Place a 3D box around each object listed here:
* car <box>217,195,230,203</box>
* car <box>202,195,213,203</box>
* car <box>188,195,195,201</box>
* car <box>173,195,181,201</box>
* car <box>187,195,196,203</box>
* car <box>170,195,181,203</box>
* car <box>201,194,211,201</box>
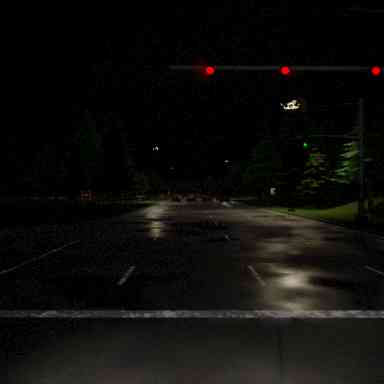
[{"bbox_3d":[6.919,1.545,70.783,1.994,1.385,4.181,0,0,0],"label":"car"},{"bbox_3d":[3.420,1.545,70.779,1.994,1.385,4.181,0,0,0],"label":"car"},{"bbox_3d":[-0.092,1.357,80.778,1.812,1.442,4.674,0,0,0],"label":"car"},{"bbox_3d":[-3.592,1.357,80.774,1.812,1.442,4.674,0,0,0],"label":"car"},{"bbox_3d":[-0.080,1.531,70.358,2.033,1.411,5.357,0,0,0],"label":"car"},{"bbox_3d":[-3.580,1.517,70.771,1.812,1.442,4.674,0,0,0],"label":"car"},{"bbox_3d":[3.408,1.358,80.782,2.128,1.511,4.902,0,0,0],"label":"car"}]
